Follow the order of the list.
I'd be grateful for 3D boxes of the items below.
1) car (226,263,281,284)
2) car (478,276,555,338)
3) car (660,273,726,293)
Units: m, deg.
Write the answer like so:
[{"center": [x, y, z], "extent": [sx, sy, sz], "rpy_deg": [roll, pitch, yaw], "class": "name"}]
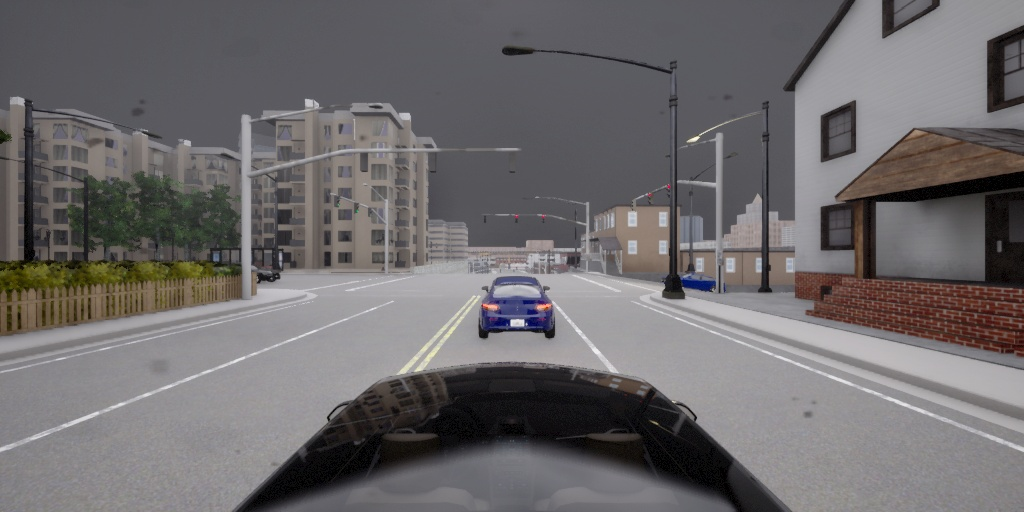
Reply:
[{"center": [-19.814, 1.255, 26.510], "extent": [4.892, 1.490, 1.837], "rpy_deg": [0, 0, 1], "class": "car"}, {"center": [0.110, 1.276, 10.013], "extent": [1.812, 1.442, 4.674], "rpy_deg": [0, 0, 0], "class": "car"}, {"center": [14.932, 2.143, 29.703], "extent": [5.008, 1.535, 1.882], "rpy_deg": [9, 0, 1], "class": "car"}]
